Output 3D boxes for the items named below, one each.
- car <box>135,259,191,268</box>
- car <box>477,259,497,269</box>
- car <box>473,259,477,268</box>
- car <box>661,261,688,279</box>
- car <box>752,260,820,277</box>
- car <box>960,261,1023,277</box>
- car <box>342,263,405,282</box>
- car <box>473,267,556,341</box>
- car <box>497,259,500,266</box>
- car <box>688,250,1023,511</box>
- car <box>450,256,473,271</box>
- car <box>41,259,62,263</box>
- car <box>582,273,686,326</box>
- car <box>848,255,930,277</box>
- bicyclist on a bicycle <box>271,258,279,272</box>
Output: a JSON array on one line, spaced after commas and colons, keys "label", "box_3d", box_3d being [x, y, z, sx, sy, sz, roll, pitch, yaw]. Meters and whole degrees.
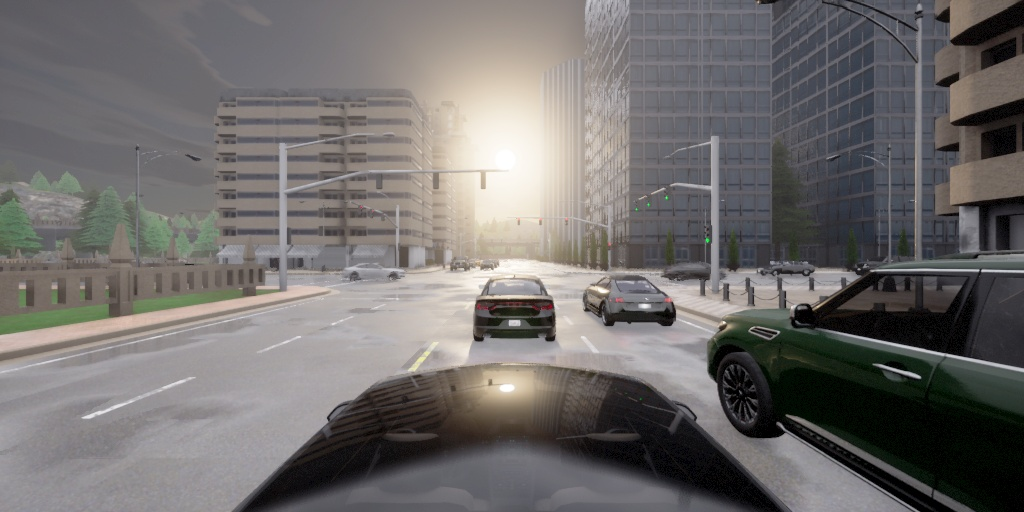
[{"label": "car", "box_3d": [-26.365, 1.229, 28.206, 4.674, 1.442, 1.812, 1, 0, 7]}, {"label": "car", "box_3d": [-3.609, 1.270, 52.965, 1.837, 1.490, 4.892, 0, 0, 0]}, {"label": "car", "box_3d": [-7.098, 1.272, 59.299, 1.837, 1.490, 4.892, 0, 0, 0]}, {"label": "car", "box_3d": [13.882, 1.228, 27.452, 4.674, 1.442, 1.812, 0, 0, 0]}, {"label": "car", "box_3d": [26.331, 1.196, 34.587, 4.902, 1.511, 2.128, 0, 0, 0]}, {"label": "car", "box_3d": [46.548, 1.231, 34.446, 4.674, 1.442, 1.812, 0, 0, 1]}, {"label": "car", "box_3d": [-10.900, 1.246, 28.359, 4.674, 1.442, 1.812, 1, 0, -11]}, {"label": "car", "box_3d": [0.066, 1.230, 9.859, 1.882, 1.535, 5.008, 0, 0, 0]}, {"label": "car", "box_3d": [-3.585, 1.260, 62.304, 2.128, 1.511, 4.902, 0, 0, 0]}, {"label": "car", "box_3d": [3.601, 0.972, 2.283, 2.150, 2.045, 5.566, 0, 0, 0]}, {"label": "car", "box_3d": [-7.110, 0.987, 49.595, 2.150, 2.045, 5.566, 0, 0, 0]}, {"label": "car", "box_3d": [-40.711, 1.208, 32.138, 4.892, 1.490, 1.837, 0, 1, 28]}, {"label": "car", "box_3d": [3.576, 1.317, 11.638, 1.994, 1.385, 4.181, 0, 0, 0]}, {"label": "car", "box_3d": [36.209, 0.927, 34.531, 5.566, 2.045, 2.150, 0, 0, 0]}, {"label": "bicyclist on a bicycle", "box_3d": [-26.091, 1.007, 39.817, 0.582, 1.620, 1.656, 0, 0, 7]}]
